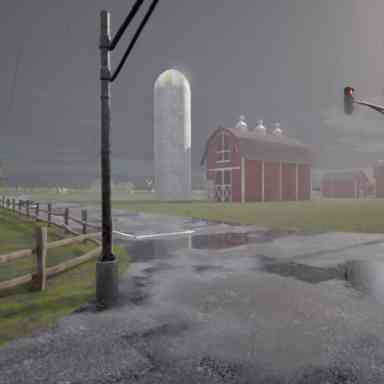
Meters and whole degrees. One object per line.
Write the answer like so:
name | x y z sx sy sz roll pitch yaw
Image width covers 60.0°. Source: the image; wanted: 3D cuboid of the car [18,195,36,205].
car | -24.683 1.197 49.697 1.837 1.490 4.892 -1 1 -36
